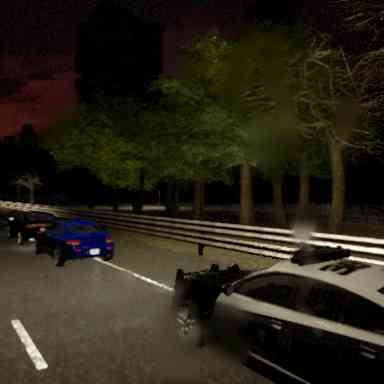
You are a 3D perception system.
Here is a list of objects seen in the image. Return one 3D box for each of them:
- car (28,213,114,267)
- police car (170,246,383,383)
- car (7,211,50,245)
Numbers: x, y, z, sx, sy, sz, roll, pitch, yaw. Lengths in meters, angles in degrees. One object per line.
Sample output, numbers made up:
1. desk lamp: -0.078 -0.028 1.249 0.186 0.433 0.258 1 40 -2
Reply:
1. car: -4.453 1.723 12.301 1.812 1.442 4.674 2 -2 -37
2. police car: 1.558 1.552 4.392 1.930 1.638 5.238 2 -2 -37
3. car: -8.115 1.716 17.088 1.882 1.535 5.008 2 -1 -37
